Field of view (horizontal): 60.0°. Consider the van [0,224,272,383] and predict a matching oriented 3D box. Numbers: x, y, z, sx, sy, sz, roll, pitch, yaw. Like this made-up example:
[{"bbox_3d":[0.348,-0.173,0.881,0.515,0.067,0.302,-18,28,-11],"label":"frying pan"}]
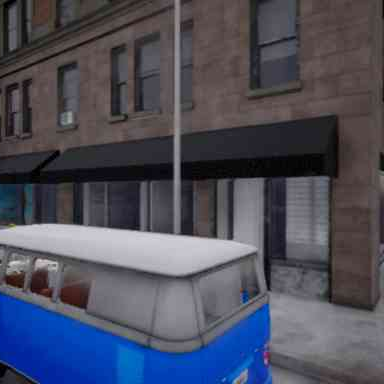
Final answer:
[{"bbox_3d":[-1.106,1.341,3.867,3.998,1.788,1.690,0,0,36],"label":"van"}]
